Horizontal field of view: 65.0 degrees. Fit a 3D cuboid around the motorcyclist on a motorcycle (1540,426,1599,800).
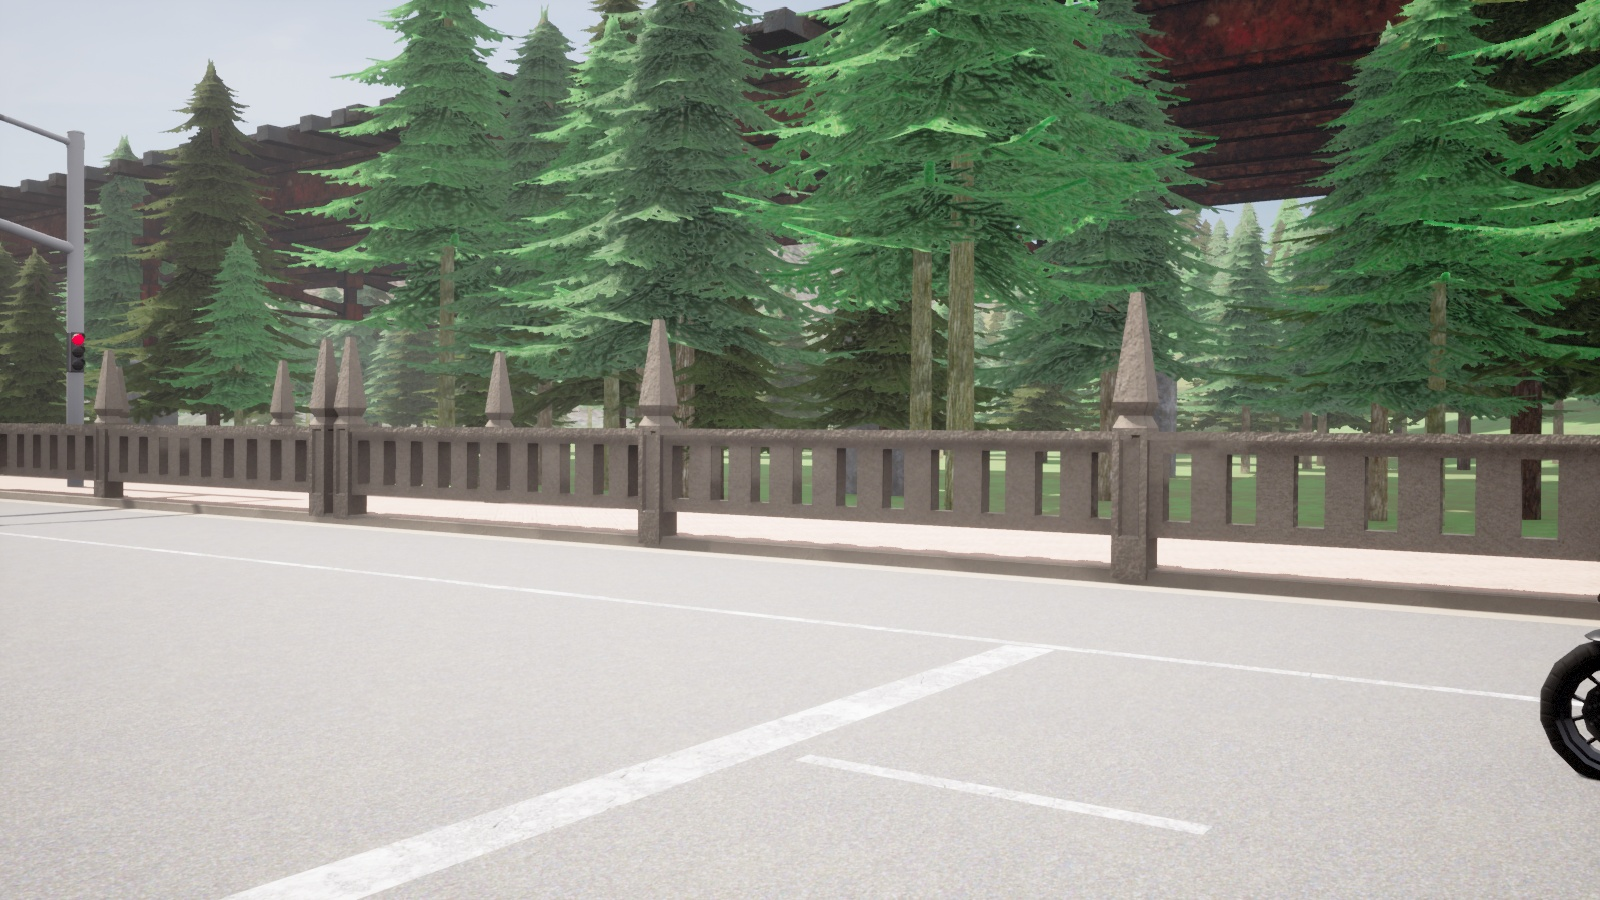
[{"bbox_3d":[4.247,0.660,5.004,2.191,1.530,0.866,0,1,34],"label":"motorcyclist on a motorcycle"}]
